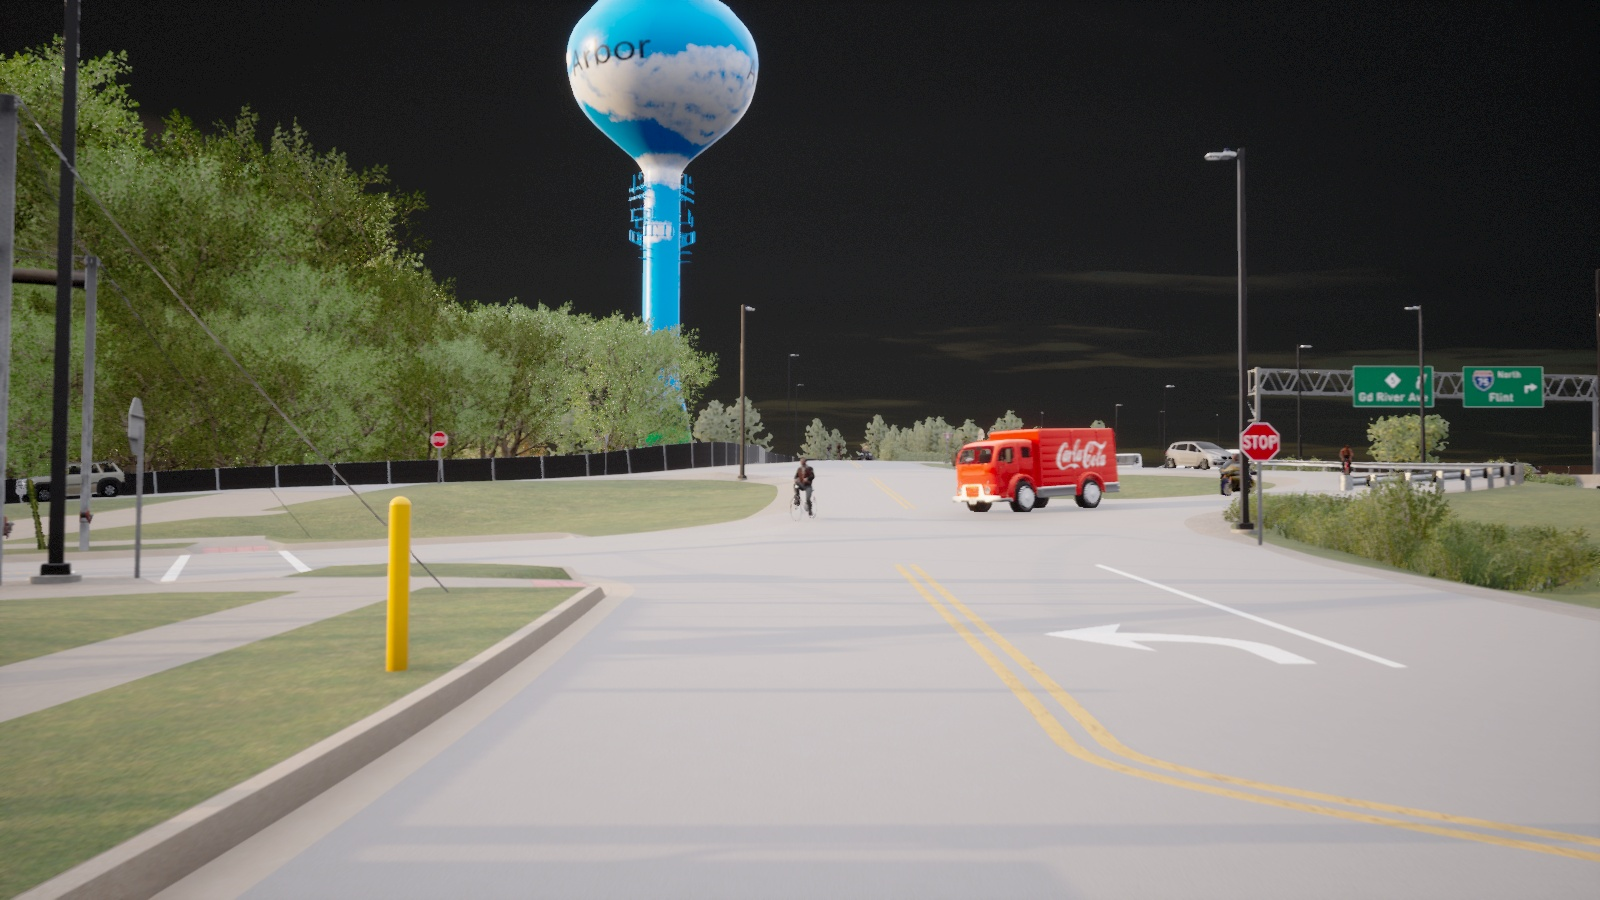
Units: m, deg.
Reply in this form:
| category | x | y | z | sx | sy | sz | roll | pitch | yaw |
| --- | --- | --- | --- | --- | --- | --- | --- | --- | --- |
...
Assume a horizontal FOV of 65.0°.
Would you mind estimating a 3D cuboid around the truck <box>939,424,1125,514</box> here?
| category | x | y | z | sx | sy | sz | roll | pitch | yaw |
| --- | --- | --- | --- | --- | --- | --- | --- | --- | --- |
| truck | 7.131 | 0.560 | 38.473 | 5.204 | 2.467 | 2.627 | -2 | -1 | -36 |

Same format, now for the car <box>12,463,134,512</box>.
| category | x | y | z | sx | sy | sz | roll | pitch | yaw |
| --- | --- | --- | --- | --- | --- | --- | --- | --- | --- |
| car | -34.915 | 1.777 | 60.389 | 1.932 | 1.855 | 4.605 | -2 | 3 | 43 |

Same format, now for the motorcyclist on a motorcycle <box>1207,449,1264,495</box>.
| category | x | y | z | sx | sy | sz | roll | pitch | yaw |
| --- | --- | --- | --- | --- | --- | --- | --- | --- | --- |
| motorcyclist on a motorcycle | 15.510 | 0.780 | 44.678 | 2.191 | 1.530 | 0.866 | -2 | -1 | -40 |

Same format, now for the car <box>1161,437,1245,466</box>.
| category | x | y | z | sx | sy | sz | roll | pitch | yaw |
| --- | --- | --- | --- | --- | --- | --- | --- | --- | --- |
| car | 23.509 | 0.074 | 73.463 | 2.242 | 1.667 | 4.611 | 0 | 0 | -22 |

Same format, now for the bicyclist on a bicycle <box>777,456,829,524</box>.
| category | x | y | z | sx | sy | sz | roll | pitch | yaw |
| --- | --- | --- | --- | --- | --- | --- | --- | --- | --- |
| bicyclist on a bicycle | 0.097 | 1.089 | 34.793 | 0.659 | 1.776 | 1.843 | -4 | -1 | 23 |
